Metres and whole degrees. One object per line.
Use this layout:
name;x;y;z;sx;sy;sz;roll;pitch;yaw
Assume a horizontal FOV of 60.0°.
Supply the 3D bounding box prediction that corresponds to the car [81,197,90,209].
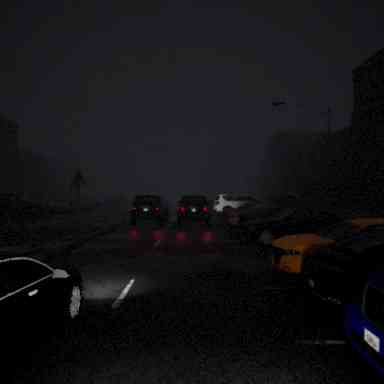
car;-15.755;1.441;40.448;5.366;1.575;1.946;0;0;0

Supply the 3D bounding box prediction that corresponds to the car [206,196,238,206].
car;4.820;1.473;53.567;5.008;1.535;2.097;0;0;0

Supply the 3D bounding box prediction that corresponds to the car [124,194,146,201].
car;-15.494;1.458;90.074;5.566;2.045;2.435;0;-1;0

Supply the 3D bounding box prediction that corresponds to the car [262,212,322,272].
car;4.713;1.470;9.110;5.008;1.535;2.097;0;0;0

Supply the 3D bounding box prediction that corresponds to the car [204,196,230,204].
car;4.828;1.539;64.808;4.792;1.488;2.163;0;0;0

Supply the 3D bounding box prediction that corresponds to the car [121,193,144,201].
car;-15.496;1.414;87.321;5.566;2.045;2.435;0;-1;0

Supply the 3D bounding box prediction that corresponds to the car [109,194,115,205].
car;-15.586;1.497;54.239;4.792;1.488;2.163;0;0;0

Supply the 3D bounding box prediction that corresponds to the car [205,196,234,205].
car;4.835;1.491;59.250;4.892;1.521;2.231;0;0;0

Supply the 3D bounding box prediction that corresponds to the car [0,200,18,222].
car;-15.556;1.497;23.907;4.674;1.452;2.002;0;0;0

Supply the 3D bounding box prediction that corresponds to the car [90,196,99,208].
car;-15.382;1.443;43.210;5.366;1.575;1.946;0;0;0

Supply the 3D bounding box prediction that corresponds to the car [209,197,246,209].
car;4.831;1.486;45.355;4.792;1.488;2.163;0;0;0

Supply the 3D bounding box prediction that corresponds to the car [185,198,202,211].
car;0.183;1.520;42.435;2.033;1.411;5.357;0;0;0

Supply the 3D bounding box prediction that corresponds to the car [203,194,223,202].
car;4.866;1.447;78.702;4.553;1.767;2.185;0;0;0

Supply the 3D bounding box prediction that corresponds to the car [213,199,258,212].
car;4.775;1.488;37.019;4.674;1.452;2.002;0;0;0

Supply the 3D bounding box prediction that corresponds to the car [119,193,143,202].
car;-15.499;1.381;84.564;5.566;2.045;2.435;0;-1;0

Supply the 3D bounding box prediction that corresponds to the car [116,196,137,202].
car;-15.530;1.622;79.051;4.674;1.452;2.002;0;0;0

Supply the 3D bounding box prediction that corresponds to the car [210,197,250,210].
car;4.800;1.454;42.575;4.892;1.521;2.231;0;0;0

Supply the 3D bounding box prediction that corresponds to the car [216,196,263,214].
car;4.801;1.321;34.149;4.553;1.767;2.185;0;0;0

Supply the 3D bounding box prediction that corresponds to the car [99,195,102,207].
car;-15.535;1.480;45.968;4.792;1.488;2.163;0;0;0

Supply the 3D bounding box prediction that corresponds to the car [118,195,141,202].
car;-15.345;1.599;81.809;5.366;1.575;1.946;0;0;0

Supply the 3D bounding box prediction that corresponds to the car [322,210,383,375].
car;4.680;1.226;3.551;5.566;2.045;2.435;0;0;0

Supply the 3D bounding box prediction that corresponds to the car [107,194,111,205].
car;-15.557;1.501;51.445;4.674;1.452;2.002;0;0;0

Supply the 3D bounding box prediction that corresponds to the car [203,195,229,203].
car;5.058;1.528;70.241;5.366;1.575;1.946;0;0;0

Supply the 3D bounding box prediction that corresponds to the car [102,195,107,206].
car;-15.533;1.484;48.723;4.792;1.488;2.163;0;0;0

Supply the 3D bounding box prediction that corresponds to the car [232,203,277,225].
car;4.750;1.489;17.440;4.792;1.488;2.163;0;0;0

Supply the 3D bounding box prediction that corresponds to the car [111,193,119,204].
car;-15.523;1.351;56.996;4.553;1.767;2.185;0;0;0

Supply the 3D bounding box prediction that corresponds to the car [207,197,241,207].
car;4.823;1.467;50.788;4.892;1.521;2.231;0;0;0

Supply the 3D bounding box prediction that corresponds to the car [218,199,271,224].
car;4.716;1.478;25.776;4.792;1.488;2.163;0;0;0

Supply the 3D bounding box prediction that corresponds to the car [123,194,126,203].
car;-15.519;1.526;62.509;4.792;1.488;2.163;0;0;0

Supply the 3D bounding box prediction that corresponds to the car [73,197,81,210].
car;-15.596;1.473;37.691;4.792;1.488;2.163;0;0;0

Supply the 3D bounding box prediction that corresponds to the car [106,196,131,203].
car;-15.570;1.565;70.782;4.792;1.488;2.163;0;0;0

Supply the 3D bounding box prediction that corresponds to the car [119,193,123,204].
car;-15.546;1.486;59.753;5.008;1.535;2.097;0;0;0

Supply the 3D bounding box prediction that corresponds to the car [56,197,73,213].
car;-15.749;1.440;34.933;5.366;1.575;1.946;0;0;0

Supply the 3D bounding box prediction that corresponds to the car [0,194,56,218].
car;-15.530;1.196;29.420;5.566;2.045;2.435;0;0;0

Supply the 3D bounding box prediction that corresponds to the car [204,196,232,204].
car;4.855;1.498;62.030;5.008;1.535;2.097;0;0;0

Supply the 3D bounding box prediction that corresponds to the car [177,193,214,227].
car;0.136;1.194;22.944;2.150;2.045;5.566;0;0;1

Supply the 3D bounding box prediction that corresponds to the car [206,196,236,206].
car;4.862;1.510;56.472;4.792;1.488;2.163;0;0;0

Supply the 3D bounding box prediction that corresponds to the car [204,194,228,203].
car;4.838;1.395;67.580;4.553;1.767;2.185;0;0;0

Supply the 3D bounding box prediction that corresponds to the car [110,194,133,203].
car;-15.569;1.424;73.540;4.553;1.767;2.185;0;0;0

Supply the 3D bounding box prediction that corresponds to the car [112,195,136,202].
car;-15.530;1.563;76.297;5.008;1.535;2.097;0;0;0

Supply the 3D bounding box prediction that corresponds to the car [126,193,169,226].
car;-2.872;1.193;23.442;2.150;2.045;5.566;0;0;0

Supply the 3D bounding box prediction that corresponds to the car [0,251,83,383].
car;-2.902;1.501;4.206;1.837;1.490;4.892;0;0;0

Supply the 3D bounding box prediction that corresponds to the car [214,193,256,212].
car;4.789;1.195;31.336;5.566;2.045;2.435;0;0;0

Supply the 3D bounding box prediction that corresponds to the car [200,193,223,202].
car;4.885;1.367;84.256;5.566;2.045;2.435;0;-1;0

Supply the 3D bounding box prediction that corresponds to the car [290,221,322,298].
car;4.702;1.475;6.330;4.892;1.521;2.231;0;0;0

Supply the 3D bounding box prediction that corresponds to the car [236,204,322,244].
car;4.719;1.463;14.785;5.008;1.535;2.097;0;0;0
